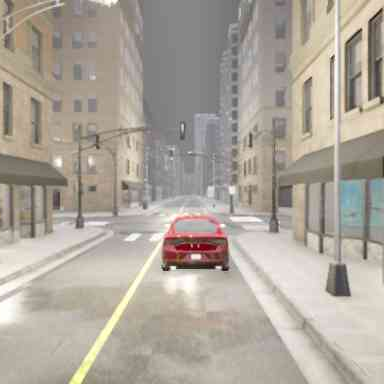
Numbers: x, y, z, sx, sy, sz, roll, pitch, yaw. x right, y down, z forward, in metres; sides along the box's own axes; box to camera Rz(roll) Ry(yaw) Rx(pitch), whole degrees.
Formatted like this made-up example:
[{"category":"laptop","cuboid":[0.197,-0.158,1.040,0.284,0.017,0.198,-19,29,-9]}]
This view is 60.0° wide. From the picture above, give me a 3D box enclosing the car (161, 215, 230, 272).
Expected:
[{"category":"car","cuboid":[0.102,1.484,10.849,1.882,1.535,5.008,0,0,0]}]
